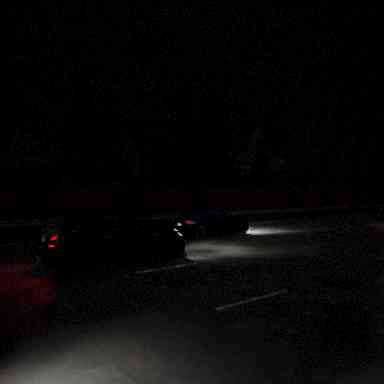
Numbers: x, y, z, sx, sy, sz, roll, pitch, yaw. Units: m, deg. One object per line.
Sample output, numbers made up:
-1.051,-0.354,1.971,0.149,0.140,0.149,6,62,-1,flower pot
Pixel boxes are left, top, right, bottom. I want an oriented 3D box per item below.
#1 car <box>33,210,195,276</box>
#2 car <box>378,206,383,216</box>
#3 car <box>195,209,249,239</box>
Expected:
-2.459,1.353,10.616,4.553,1.767,2.097,0,0,-36,car
19.279,1.548,30.726,5.357,1.411,2.033,0,0,-36,car
0.987,1.564,17.433,4.181,1.385,1.994,0,0,-36,car
